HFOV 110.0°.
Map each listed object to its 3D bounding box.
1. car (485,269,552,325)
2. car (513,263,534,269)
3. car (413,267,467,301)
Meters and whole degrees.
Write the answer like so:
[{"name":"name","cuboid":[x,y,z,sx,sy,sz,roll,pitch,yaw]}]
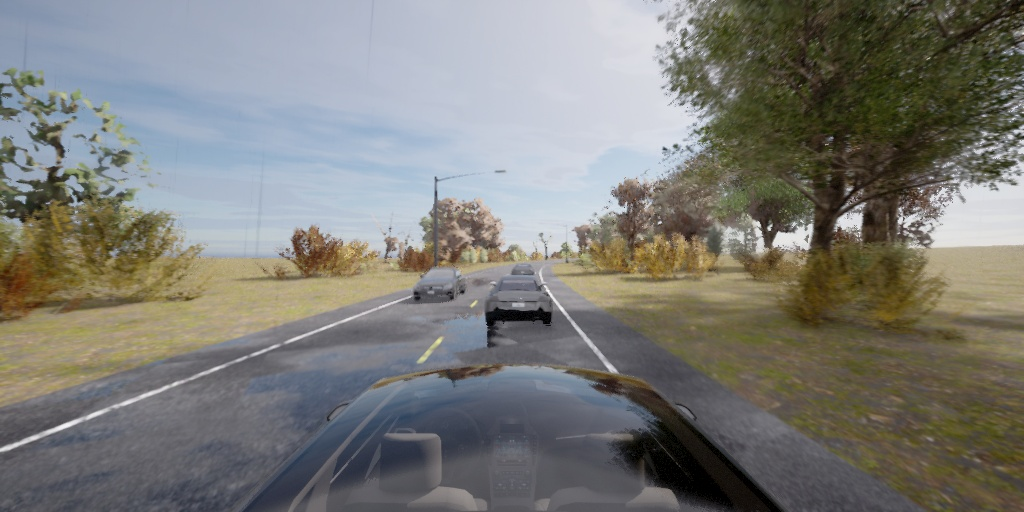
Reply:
[{"name":"car","cuboid":[0.221,1.315,11.851,1.994,1.385,4.181,0,0,1]},{"name":"car","cuboid":[1.014,1.310,31.904,1.994,1.385,4.181,0,0,3]},{"name":"car","cuboid":[-3.340,1.276,17.419,1.812,1.442,4.674,0,0,2]}]
